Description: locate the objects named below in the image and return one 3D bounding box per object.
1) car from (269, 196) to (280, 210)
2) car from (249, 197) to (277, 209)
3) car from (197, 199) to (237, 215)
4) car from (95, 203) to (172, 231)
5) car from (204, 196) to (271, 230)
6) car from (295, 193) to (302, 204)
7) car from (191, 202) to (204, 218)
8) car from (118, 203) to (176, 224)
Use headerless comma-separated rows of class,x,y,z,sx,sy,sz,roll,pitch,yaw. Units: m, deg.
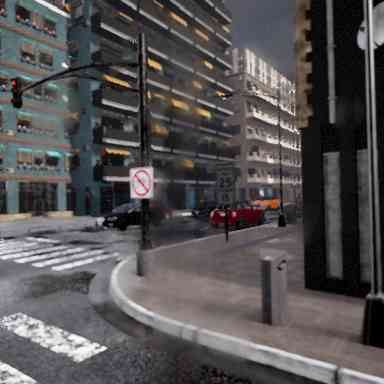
car,8.068,1.199,37.140,2.097,1.767,4.553,-2,-1,36
car,9.265,1.436,43.193,1.947,1.339,4.313,-1,0,36
car,2.604,1.510,34.028,2.008,1.369,4.403,-1,0,36
car,-3.785,1.498,20.846,2.128,1.511,4.902,-2,-1,36
car,2.811,1.267,19.876,1.967,1.590,4.097,-1,0,36
car,19.250,1.056,56.941,2.192,1.841,5.009,-1,0,36
car,1.817,1.435,28.550,1.837,1.490,4.892,-2,-1,36
car,-3.408,1.586,25.909,1.887,1.381,4.507,-1,0,36
